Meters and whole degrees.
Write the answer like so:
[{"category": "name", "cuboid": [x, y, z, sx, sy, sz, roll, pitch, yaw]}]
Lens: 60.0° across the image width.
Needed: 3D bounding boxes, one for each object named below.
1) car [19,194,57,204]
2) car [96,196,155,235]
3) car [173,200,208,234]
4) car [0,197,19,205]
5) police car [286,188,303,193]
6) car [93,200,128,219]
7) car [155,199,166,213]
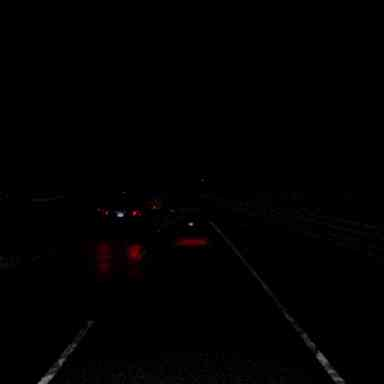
[{"category": "car", "cuboid": [-18.300, 1.217, 40.383, 2.150, 2.045, 5.566, 0, 0, -1]}, {"category": "car", "cuboid": [-3.614, 1.230, 19.137, 2.150, 2.045, 5.566, 0, 0, -2]}, {"category": "car", "cuboid": [-0.112, 1.488, 19.483, 1.882, 1.535, 5.008, 0, 0, -1]}, {"category": "car", "cuboid": [-21.796, 1.486, 40.374, 2.128, 1.511, 4.902, 0, 0, -1]}, {"category": "police car", "cuboid": [22.857, -0.126, 74.675, 1.930, 1.638, 5.238, 0, -4, -15]}, {"category": "car", "cuboid": [-7.369, 1.553, 30.617, 2.033, 1.411, 5.357, 0, 0, -1]}, {"category": "car", "cuboid": [-4.034, 1.482, 37.459, 1.882, 1.535, 5.008, 0, 0, -1]}]
